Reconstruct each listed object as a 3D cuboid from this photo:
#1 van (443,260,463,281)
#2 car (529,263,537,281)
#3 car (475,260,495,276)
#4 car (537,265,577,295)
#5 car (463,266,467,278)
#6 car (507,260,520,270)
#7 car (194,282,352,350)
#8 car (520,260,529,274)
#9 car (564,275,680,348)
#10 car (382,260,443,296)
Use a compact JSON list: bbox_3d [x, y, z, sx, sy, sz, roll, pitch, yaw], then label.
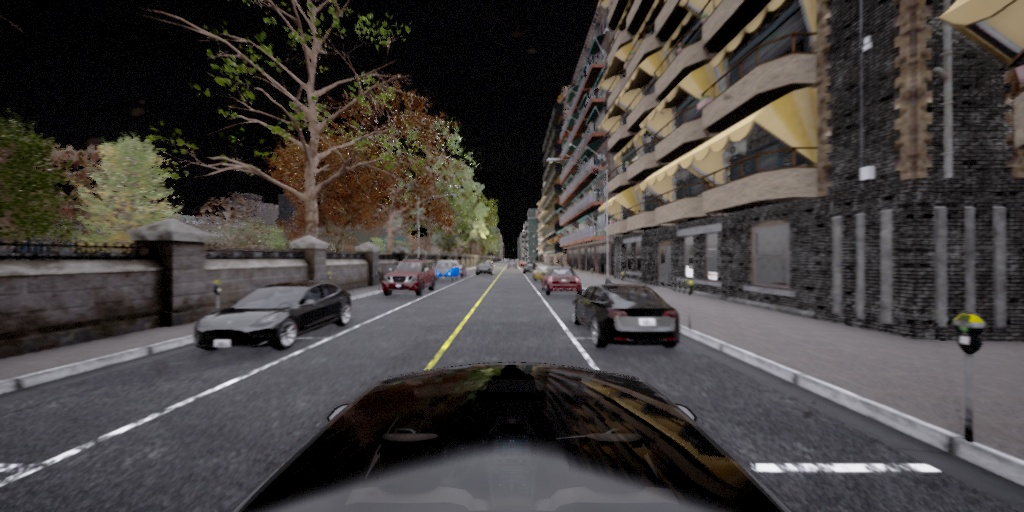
[{"bbox_3d":[-5.681,1.274,31.733,1.690,1.789,3.998,0,0,0],"label":"van"},{"bbox_3d":[2.699,1.458,31.902,1.751,1.417,4.829,0,0,0],"label":"car"},{"bbox_3d":[-3.078,1.498,40.690,1.837,1.490,4.892,0,-1,0],"label":"car"},{"bbox_3d":[2.696,1.301,20.471,1.967,1.591,4.097,0,0,0],"label":"car"},{"bbox_3d":[-5.681,1.552,37.364,1.802,1.307,4.207,0,0,0],"label":"car"},{"bbox_3d":[0.016,1.713,64.928,2.033,1.411,5.357,0,0,0],"label":"car"},{"bbox_3d":[-5.687,1.359,9.214,1.948,1.339,4.313,0,0,0],"label":"car"},{"bbox_3d":[2.363,1.550,45.389,1.812,1.442,4.674,0,0,0],"label":"car"},{"bbox_3d":[2.693,1.359,9.212,1.948,1.339,4.313,0,0,0],"label":"car"},{"bbox_3d":[-5.684,1.175,20.474,2.192,1.841,5.009,0,0,0],"label":"car"}]
